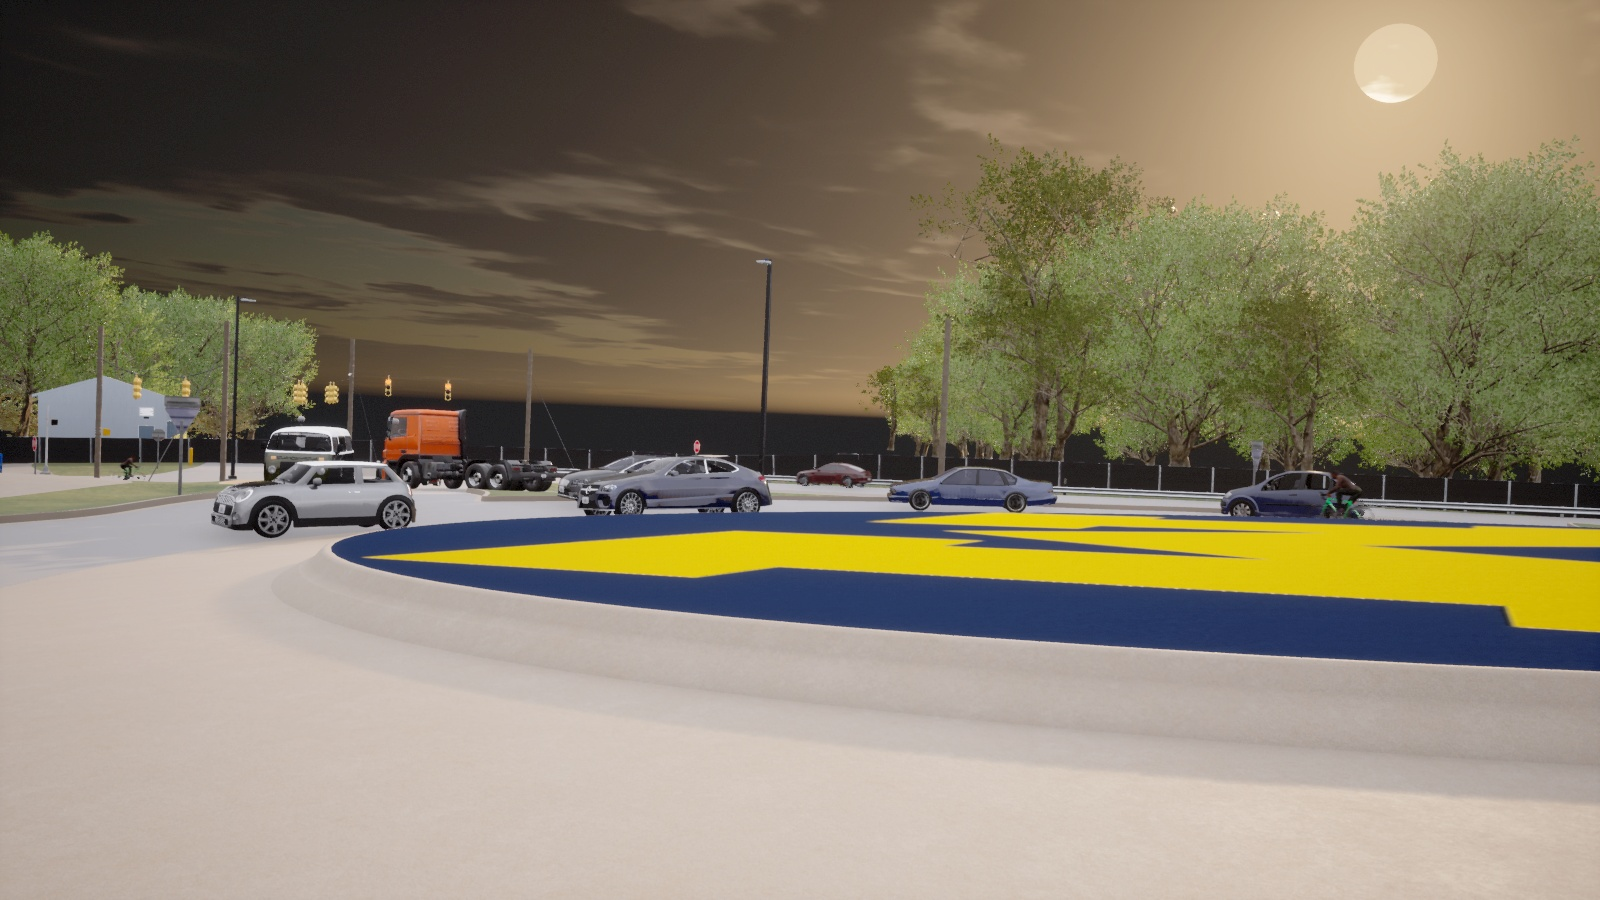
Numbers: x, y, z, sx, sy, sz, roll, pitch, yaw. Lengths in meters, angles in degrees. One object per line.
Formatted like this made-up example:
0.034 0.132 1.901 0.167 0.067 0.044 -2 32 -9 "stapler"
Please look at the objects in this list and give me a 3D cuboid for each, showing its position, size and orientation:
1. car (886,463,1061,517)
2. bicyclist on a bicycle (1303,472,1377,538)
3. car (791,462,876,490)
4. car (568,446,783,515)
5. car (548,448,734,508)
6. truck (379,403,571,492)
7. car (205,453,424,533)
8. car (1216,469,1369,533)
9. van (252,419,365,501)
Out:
5.474 1.270 40.172 5.357 1.411 2.033 2 2 3 "car"
13.990 1.421 32.543 1.656 1.620 0.582 1 -4 33 "bicyclist on a bicycle"
1.990 1.512 74.922 4.674 1.442 1.812 2 1 26 "car"
-3.148 0.800 32.222 5.027 1.651 2.152 2 -1 -33 "car"
-4.639 0.829 36.848 4.902 1.511 2.128 2 2 -30 "car"
-13.635 -0.135 52.392 7.936 3.462 2.891 1 -1 31 "truck"
-10.117 0.857 26.275 3.806 1.475 1.970 1 2 -40 "car"
14.695 1.478 37.501 3.988 1.617 1.851 3 1 30 "car"
-13.520 0.253 34.790 2.069 2.038 4.480 3 0 -11 "van"
